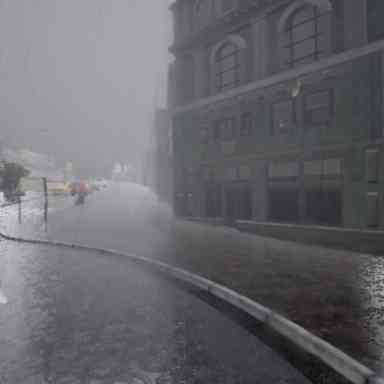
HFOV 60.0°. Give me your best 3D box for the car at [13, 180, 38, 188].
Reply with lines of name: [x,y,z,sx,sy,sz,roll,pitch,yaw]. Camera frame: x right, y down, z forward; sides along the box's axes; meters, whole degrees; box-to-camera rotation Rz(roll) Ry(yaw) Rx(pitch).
car: [-37.393,-1.867,74.621,4.892,1.521,2.231,-3,5,-31]

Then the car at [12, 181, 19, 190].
car: [-34.663,-0.897,60.137,5.008,1.535,2.097,-3,5,-29]

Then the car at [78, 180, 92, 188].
car: [-22.034,-1.645,68.679,2.033,1.411,5.357,-1,4,-11]

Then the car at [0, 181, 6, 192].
car: [-33.758,-0.495,54.312,4.892,1.521,2.231,-3,5,-28]

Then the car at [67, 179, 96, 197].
car: [-15.987,-0.487,48.439,2.150,2.045,5.566,-1,4,-6]

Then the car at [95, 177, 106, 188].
car: [-19.011,-2.000,68.798,2.150,2.045,5.566,-1,4,-11]

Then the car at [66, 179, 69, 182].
car: [-20.415,-1.033,58.831,2.097,1.767,4.553,-1,4,-9]

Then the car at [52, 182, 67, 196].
car: [-19.082,-0.248,49.100,1.882,1.535,5.008,-1,4,-7]

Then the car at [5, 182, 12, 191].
car: [-34.206,-0.657,57.232,4.674,1.452,2.002,-3,4,-28]

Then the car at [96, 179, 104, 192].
car: [-17.381,-0.913,58.843,2.128,1.511,4.902,-1,4,-9]
